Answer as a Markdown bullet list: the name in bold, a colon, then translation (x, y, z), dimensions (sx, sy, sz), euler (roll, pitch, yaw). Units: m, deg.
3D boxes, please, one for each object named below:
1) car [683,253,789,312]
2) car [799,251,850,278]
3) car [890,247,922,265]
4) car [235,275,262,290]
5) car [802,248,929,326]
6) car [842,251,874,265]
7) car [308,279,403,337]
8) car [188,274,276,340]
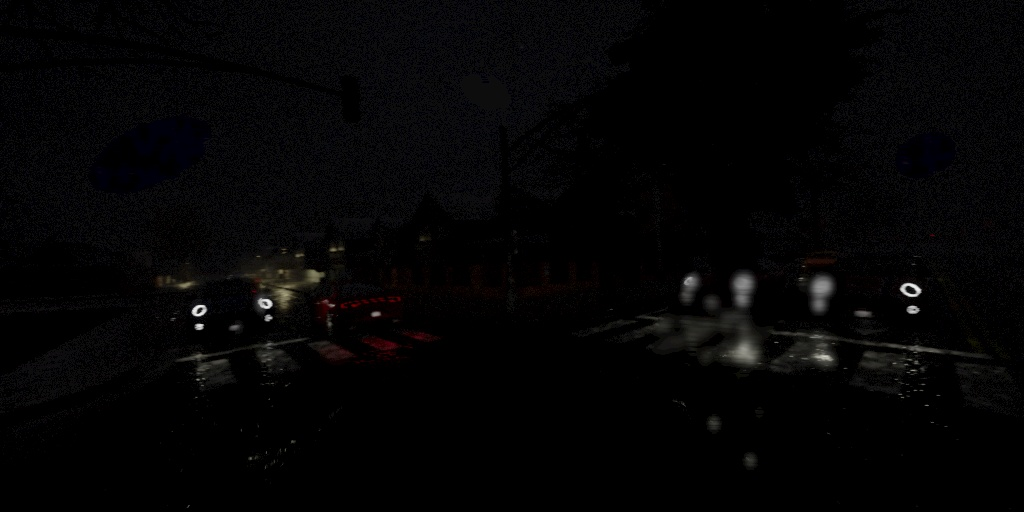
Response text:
- **car**: translation (7.910, 0.817, 12.596), dimensions (4.553, 1.767, 2.097), euler (-2, 0, -40)
- **car**: translation (20.997, 0.488, 24.022), dimensions (5.008, 1.535, 1.882), euler (-2, 0, -41)
- **car**: translation (37.232, -0.024, 33.851), dimensions (5.008, 1.535, 1.882), euler (-2, 0, -41)
- **car**: translation (-27.744, 2.690, 37.729), dimensions (1.895, 1.301, 4.718), euler (-3, 0, -40)
- **car**: translation (10.089, 0.750, 10.105), dimensions (4.553, 1.767, 2.097), euler (-2, 0, -41)
- **car**: translation (35.069, 0.183, 36.272), dimensions (4.718, 1.301, 1.895), euler (-2, 0, -41)
- **car**: translation (-5.238, 1.495, 11.637), dimensions (1.882, 1.535, 5.008), euler (-3, 0, -39)
- **car**: translation (-9.573, 1.591, 12.262), dimensions (2.097, 1.767, 4.553), euler (-3, 0, -40)
